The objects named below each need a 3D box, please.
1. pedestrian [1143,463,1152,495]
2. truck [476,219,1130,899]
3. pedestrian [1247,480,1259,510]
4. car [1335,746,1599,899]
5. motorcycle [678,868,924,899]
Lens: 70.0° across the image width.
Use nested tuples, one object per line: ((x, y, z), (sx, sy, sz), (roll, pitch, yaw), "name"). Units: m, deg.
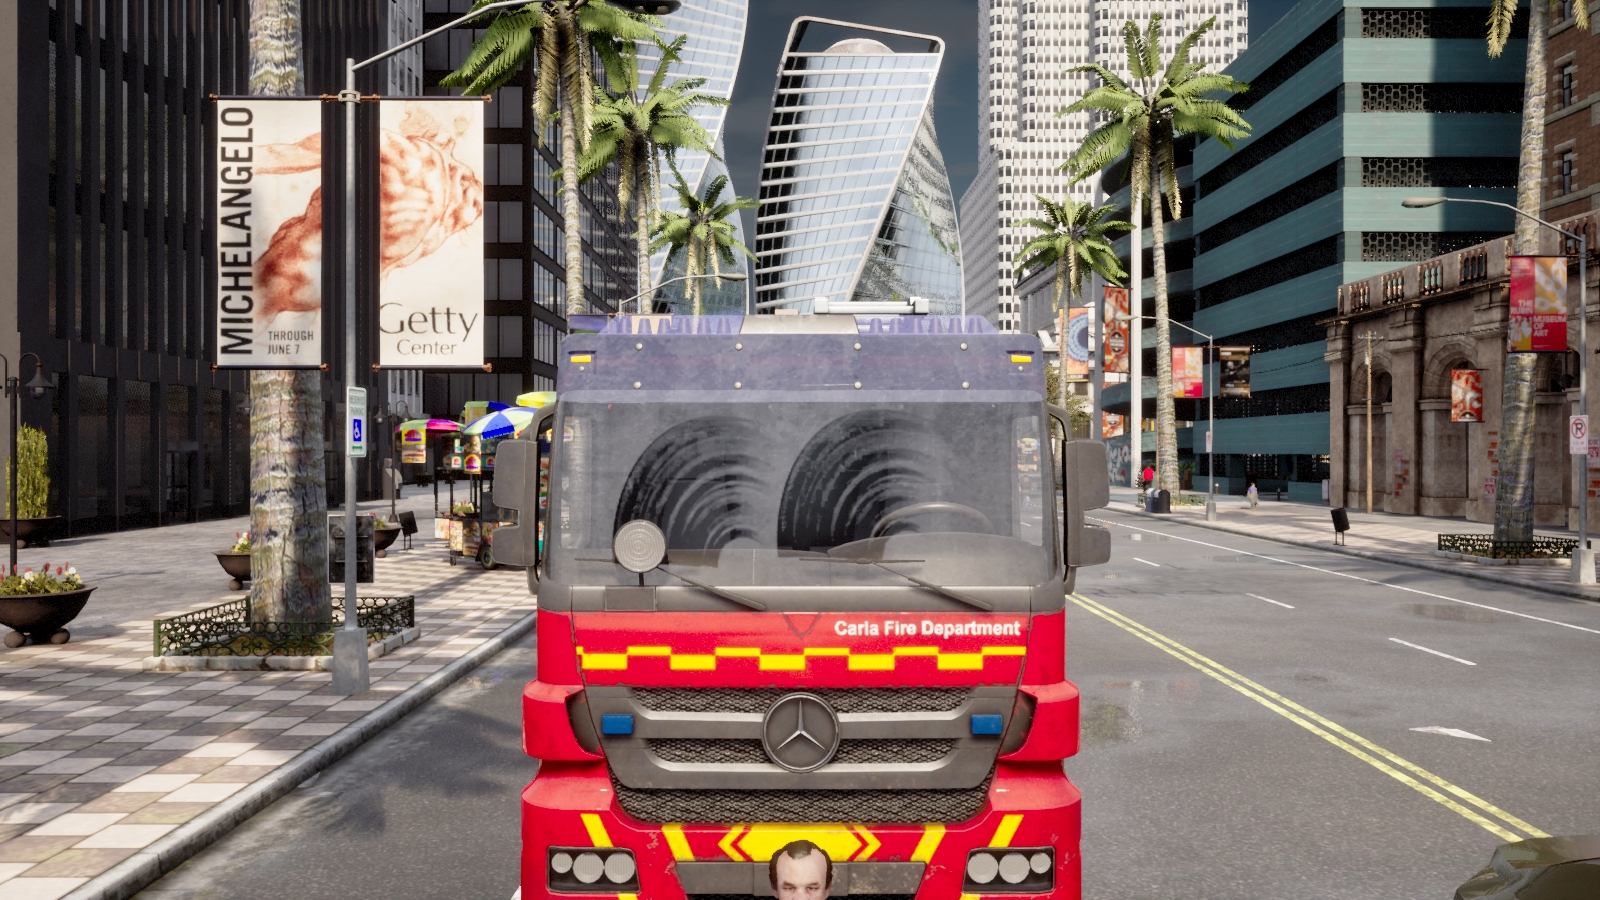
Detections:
((20.529, 1.698, 67.490), (0.375, 1.860, 0.375), (0, 0, 0), "pedestrian")
((0.019, 0.890, 9.289), (2.891, 3.827, 8.468), (0, 0, 0), "truck")
((19.838, 1.976, 50.054), (0.375, 1.300, 0.375), (0, 0, 0), "pedestrian")
((3.504, 2.061, 2.660), (2.231, 1.480, 4.892), (0, 0, 0), "car")
((0.003, 2.182, 3.373), (0.856, 1.236, 1.805), (0, 0, 0), "motorcycle")
